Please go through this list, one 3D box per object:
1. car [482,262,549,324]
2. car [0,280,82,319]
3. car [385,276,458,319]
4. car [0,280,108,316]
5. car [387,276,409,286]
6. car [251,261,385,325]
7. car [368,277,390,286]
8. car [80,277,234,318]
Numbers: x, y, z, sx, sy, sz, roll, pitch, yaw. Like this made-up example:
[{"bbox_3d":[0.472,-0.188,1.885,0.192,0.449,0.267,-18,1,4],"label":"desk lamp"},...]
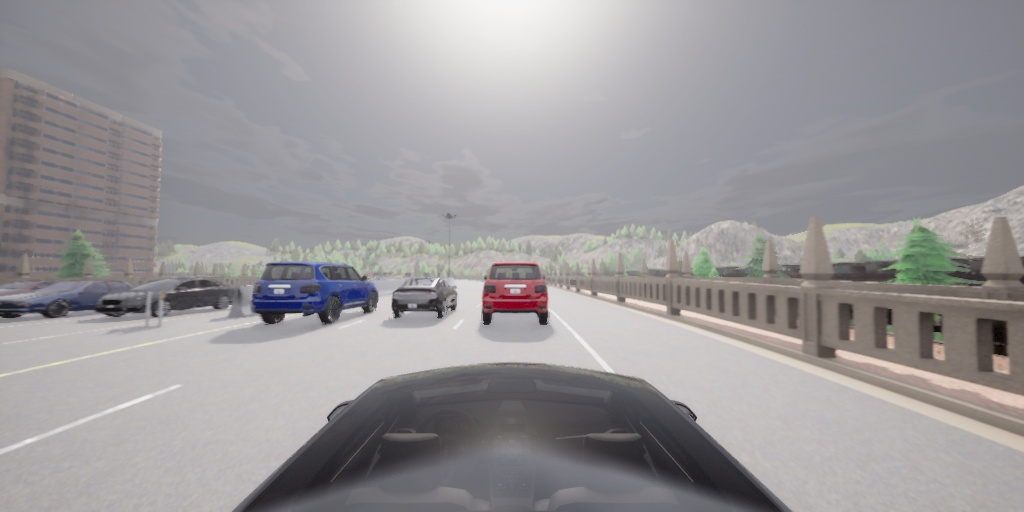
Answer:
[{"bbox_3d":[0.099,1.291,13.471,2.150,2.045,5.566,0,-3,0],"label":"car"},{"bbox_3d":[-17.601,1.693,14.885,2.033,1.411,5.357,0,-3,0],"label":"car"},{"bbox_3d":[-3.400,1.625,14.679,2.128,1.511,4.902,0,-3,0],"label":"car"},{"bbox_3d":[-21.100,1.755,15.735,1.994,1.385,4.181,0,-3,0],"label":"car"},{"bbox_3d":[-17.622,3.834,55.624,1.882,1.535,5.008,0,-3,-1],"label":"car"},{"bbox_3d":[-6.900,1.282,13.291,2.150,2.045,5.566,0,-3,0],"label":"car"},{"bbox_3d":[-21.101,4.035,57.057,1.895,1.301,4.718,0,-3,-1],"label":"car"},{"bbox_3d":[-14.100,1.657,15.013,1.837,1.490,4.892,0,-3,0],"label":"car"}]
